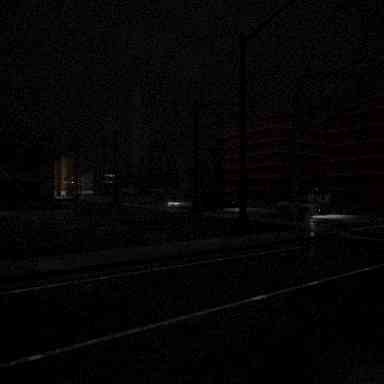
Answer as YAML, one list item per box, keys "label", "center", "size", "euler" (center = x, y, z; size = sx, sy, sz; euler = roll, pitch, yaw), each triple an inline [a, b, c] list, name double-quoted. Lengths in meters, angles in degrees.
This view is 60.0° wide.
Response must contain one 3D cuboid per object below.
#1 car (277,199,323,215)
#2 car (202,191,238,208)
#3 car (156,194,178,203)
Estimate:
- label: "car"
  center: [10.481, 1.392, 32.690]
  size: [1.812, 1.442, 4.674]
  euler: [0, 1, -34]
- label: "car"
  center: [3.502, 0.904, 42.876]
  size: [2.150, 2.045, 5.566]
  euler: [0, 1, -35]
- label: "car"
  center: [-4.066, 1.009, 53.943]
  size: [1.994, 1.385, 4.181]
  euler: [0, 1, -34]
